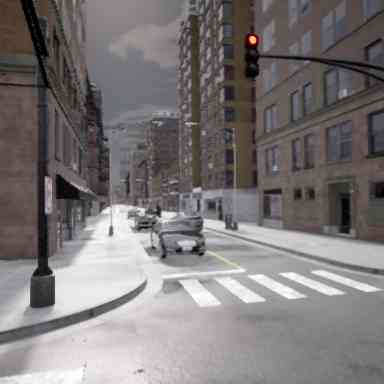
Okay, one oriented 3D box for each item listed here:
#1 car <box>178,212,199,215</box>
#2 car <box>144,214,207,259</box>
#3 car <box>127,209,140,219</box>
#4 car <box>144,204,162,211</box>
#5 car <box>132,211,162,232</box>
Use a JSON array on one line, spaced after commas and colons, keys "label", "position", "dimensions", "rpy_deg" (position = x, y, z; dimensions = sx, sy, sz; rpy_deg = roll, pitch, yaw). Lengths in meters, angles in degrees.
[{"label": "car", "position": [-0.393, 2.321, 26.535], "dimensions": [2.128, 1.511, 4.902], "rpy_deg": [-1, -2, -13]}, {"label": "car", "position": [-0.744, 1.978, 15.099], "dimensions": [2.128, 1.511, 4.902], "rpy_deg": [-1, -2, -14]}, {"label": "car", "position": [-8.359, 3.146, 48.276], "dimensions": [1.812, 1.442, 4.674], "rpy_deg": [-1, -2, -13]}, {"label": "car", "position": [-5.840, 2.850, 49.864], "dimensions": [2.150, 2.045, 5.566], "rpy_deg": [-1, -1, -13]}, {"label": "car", "position": [-3.718, 2.527, 27.897], "dimensions": [1.895, 1.301, 4.718], "rpy_deg": [-1, -2, -13]}]
